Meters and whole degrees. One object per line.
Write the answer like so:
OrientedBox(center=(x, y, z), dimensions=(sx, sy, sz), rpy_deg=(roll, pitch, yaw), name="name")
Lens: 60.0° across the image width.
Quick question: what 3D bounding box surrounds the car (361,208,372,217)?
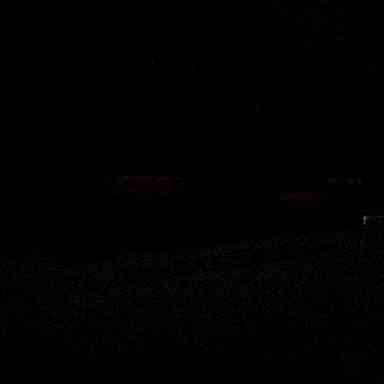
OrientedBox(center=(18.233, 2.115, 38.519), dimensions=(1.812, 1.442, 4.674), rpy_deg=(-1, -1, -36), name="car")
